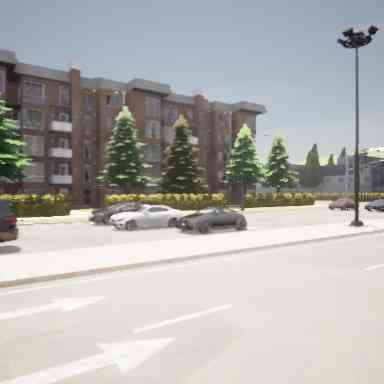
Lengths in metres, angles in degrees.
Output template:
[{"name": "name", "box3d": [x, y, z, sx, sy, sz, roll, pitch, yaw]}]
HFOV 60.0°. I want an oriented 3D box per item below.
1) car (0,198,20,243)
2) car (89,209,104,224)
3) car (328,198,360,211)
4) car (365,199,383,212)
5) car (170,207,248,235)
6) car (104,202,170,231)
[{"name": "car", "box3d": [-9.139, 1.224, 11.599, 5.566, 2.045, 2.150, 0, 0, -35]}, {"name": "car", "box3d": [-4.701, 1.482, 23.343, 4.902, 1.511, 2.128, 0, 0, -35]}, {"name": "car", "box3d": [18.248, 1.491, 39.791, 4.674, 1.442, 1.812, 0, 0, -36]}, {"name": "car", "box3d": [21.931, 1.512, 38.136, 5.357, 1.411, 2.033, 0, 0, -36]}, {"name": "car", "box3d": [1.174, 1.553, 18.925, 4.181, 1.385, 1.994, 0, 0, -35]}, {"name": "car", "box3d": [-2.684, 1.516, 20.479, 4.674, 1.442, 1.812, 0, 0, -35]}]
